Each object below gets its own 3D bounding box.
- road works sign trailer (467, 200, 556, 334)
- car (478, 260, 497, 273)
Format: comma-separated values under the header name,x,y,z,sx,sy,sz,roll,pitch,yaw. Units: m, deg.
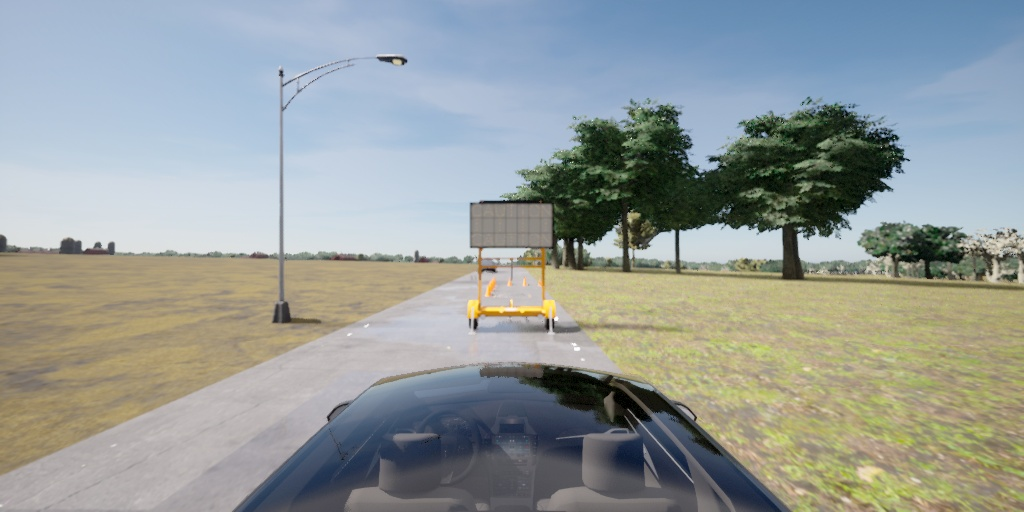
name,x,y,z,sx,sy,sz,roll,pitch,yaw
road works sign trailer,-0.011,0.185,10.452,2.380,3.560,2.880,0,0,0
car,-2.808,1.173,41.464,1.882,1.535,5.008,0,0,0
